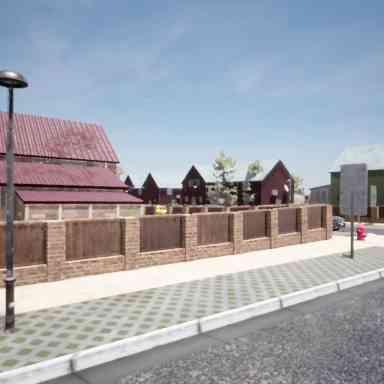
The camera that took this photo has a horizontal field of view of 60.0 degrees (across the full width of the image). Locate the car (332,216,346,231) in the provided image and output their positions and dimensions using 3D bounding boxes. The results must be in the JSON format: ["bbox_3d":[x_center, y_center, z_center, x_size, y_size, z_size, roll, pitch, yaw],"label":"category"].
[{"bbox_3d":[7.922,1.838,22.614,1.837,1.490,4.892,1,-2,-35],"label":"car"}]

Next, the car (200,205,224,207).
[{"bbox_3d":[2.204,1.957,30.572,2.097,1.767,4.553,2,-2,-36],"label":"car"}]

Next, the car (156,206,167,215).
[{"bbox_3d":[-3.599,2.359,38.606,1.882,1.535,5.008,1,-2,-35],"label":"car"}]
